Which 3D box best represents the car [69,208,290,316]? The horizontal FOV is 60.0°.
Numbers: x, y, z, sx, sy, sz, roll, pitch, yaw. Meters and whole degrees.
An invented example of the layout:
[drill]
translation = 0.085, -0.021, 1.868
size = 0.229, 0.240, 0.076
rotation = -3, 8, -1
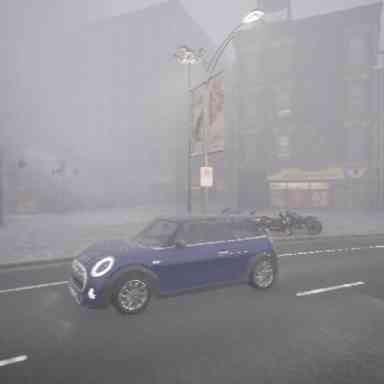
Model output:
[car]
translation = -0.305, 1.302, 7.457
size = 4.553, 1.767, 2.097
rotation = 0, 1, -29
